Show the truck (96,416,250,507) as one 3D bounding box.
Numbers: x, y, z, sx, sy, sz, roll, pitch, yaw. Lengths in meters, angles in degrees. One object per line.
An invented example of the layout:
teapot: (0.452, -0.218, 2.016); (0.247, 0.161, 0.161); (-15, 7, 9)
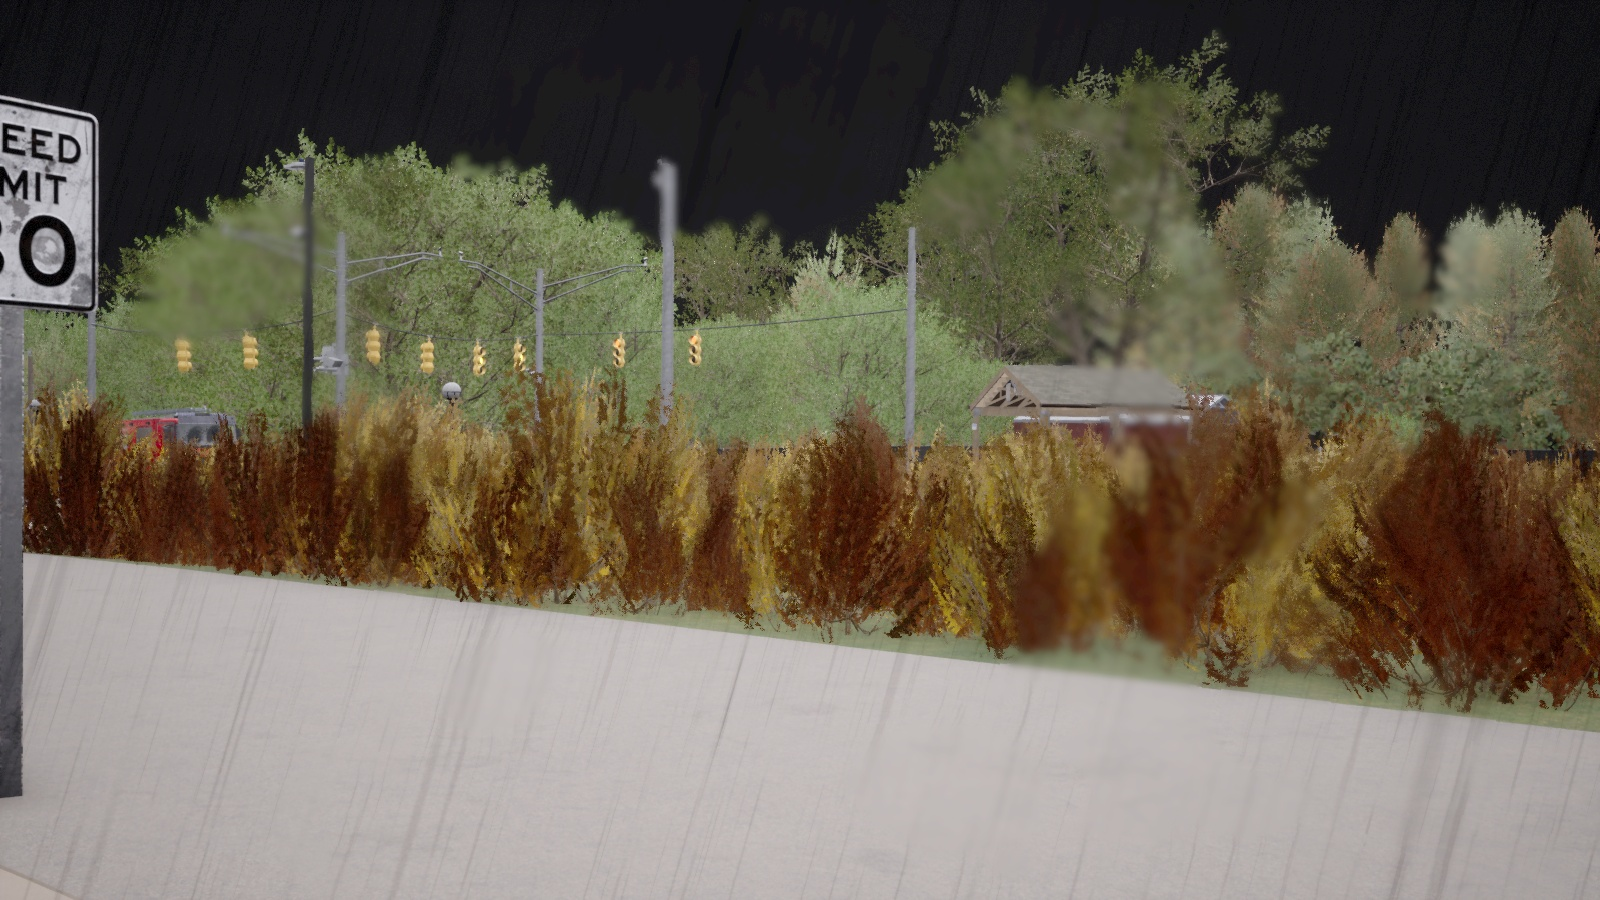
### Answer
truck: (-28.529, 0.575, 56.951); (8.468, 3.827, 2.891); (-2, 0, 39)
